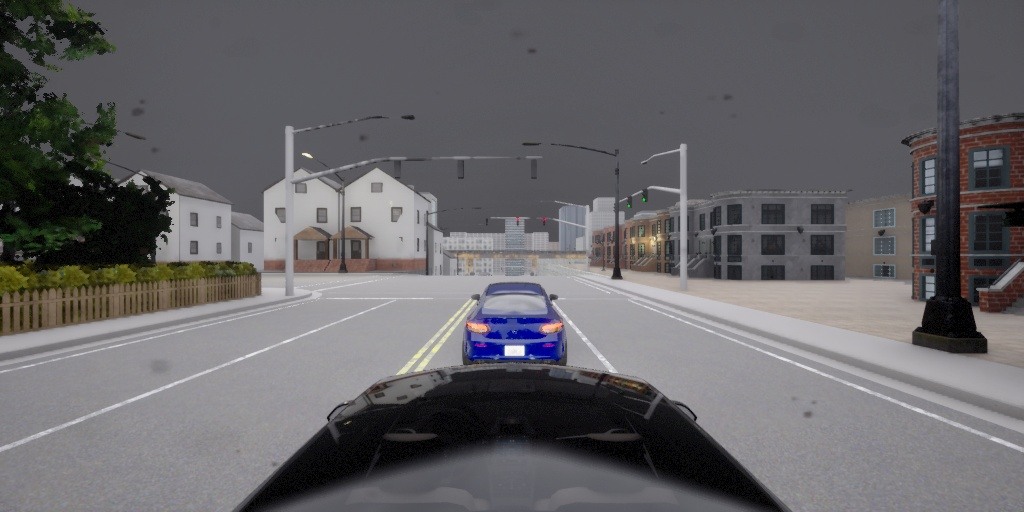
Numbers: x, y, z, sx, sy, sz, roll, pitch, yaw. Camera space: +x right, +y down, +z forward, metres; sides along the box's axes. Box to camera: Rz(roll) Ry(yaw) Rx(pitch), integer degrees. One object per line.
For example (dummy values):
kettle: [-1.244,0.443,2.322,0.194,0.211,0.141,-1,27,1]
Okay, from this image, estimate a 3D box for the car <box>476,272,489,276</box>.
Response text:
car: [-3.604,2.929,47.213,2.097,1.767,4.553,-1,-13,0]

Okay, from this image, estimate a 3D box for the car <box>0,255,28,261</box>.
car: [-44.713,0.971,30.667,5.566,2.045,2.150,0,0,0]

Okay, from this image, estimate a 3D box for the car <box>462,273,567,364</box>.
car: [0.059,1.276,7.753,1.812,1.442,4.674,0,0,0]
